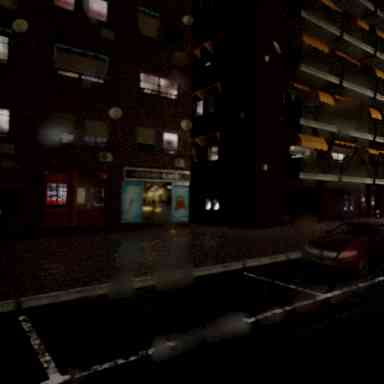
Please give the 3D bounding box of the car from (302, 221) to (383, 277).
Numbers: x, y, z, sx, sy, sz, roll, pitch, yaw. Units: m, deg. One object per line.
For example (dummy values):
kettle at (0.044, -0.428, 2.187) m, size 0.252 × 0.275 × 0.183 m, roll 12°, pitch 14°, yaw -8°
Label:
car at (5.188, 1.570, 10.206) m, size 4.206 × 1.307 × 1.802 m, roll 0°, pitch 1°, yaw -35°
